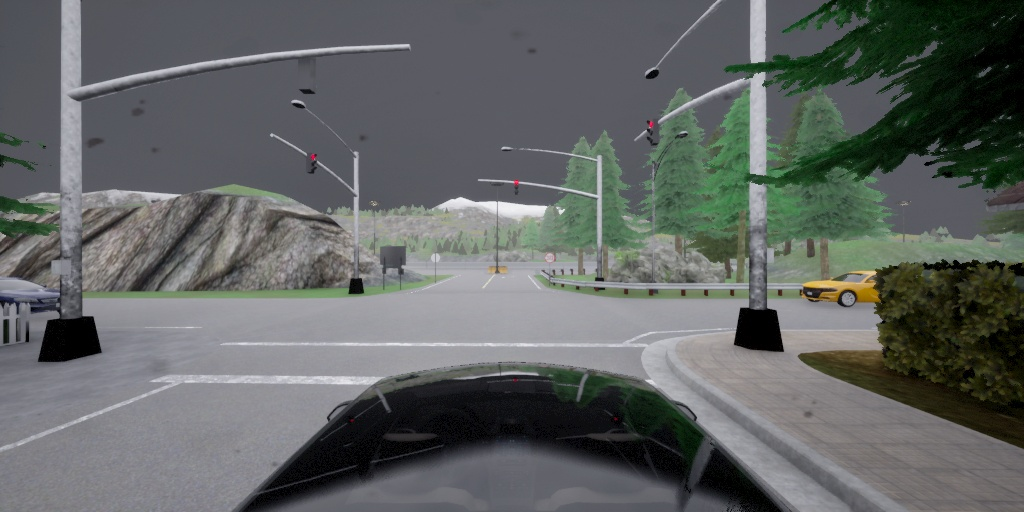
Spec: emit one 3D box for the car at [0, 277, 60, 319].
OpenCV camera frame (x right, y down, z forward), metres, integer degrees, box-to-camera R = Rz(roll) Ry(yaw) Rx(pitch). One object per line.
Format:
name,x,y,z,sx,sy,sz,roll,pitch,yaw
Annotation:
car,-18.279,1.467,12.677,4.674,1.442,1.812,0,0,0

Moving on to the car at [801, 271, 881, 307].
car,15.954,1.419,16.193,5.008,1.535,1.882,0,0,0
